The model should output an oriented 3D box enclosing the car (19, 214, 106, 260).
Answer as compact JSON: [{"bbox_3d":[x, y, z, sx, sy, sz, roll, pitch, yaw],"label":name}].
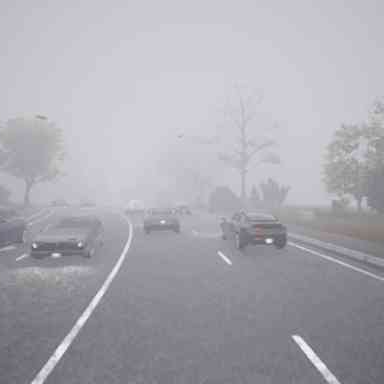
[{"bbox_3d":[-4.522,1.575,12.951,2.033,1.411,5.357,0,0,-7],"label":"car"}]

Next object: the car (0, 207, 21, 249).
[{"bbox_3d":[-8.092,1.389,12.804,2.097,1.767,4.553,0,0,-8],"label":"car"}]

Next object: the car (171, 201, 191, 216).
[{"bbox_3d":[-1.367,1.570,32.937,1.812,1.442,4.674,0,0,-16],"label":"car"}]

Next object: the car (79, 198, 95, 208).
[{"bbox_3d":[-16.208,1.637,51.249,2.033,1.411,5.357,0,0,-26],"label":"car"}]

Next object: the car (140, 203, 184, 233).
[{"bbox_3d":[-1.922,1.592,19.961,1.994,1.385,4.181,0,0,-10],"label":"car"}]

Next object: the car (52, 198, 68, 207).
[{"bbox_3d":[-21.063,1.657,52.803,1.994,1.385,4.181,0,0,-28],"label":"car"}]

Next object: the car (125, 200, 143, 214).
[{"bbox_3d":[-6.297,1.584,37.008,1.812,1.442,4.674,0,0,-18],"label":"car"}]

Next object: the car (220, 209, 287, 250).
[{"bbox_3d":[2.481,1.514,14.395,1.837,1.490,4.892,0,0,-7],"label":"car"}]
